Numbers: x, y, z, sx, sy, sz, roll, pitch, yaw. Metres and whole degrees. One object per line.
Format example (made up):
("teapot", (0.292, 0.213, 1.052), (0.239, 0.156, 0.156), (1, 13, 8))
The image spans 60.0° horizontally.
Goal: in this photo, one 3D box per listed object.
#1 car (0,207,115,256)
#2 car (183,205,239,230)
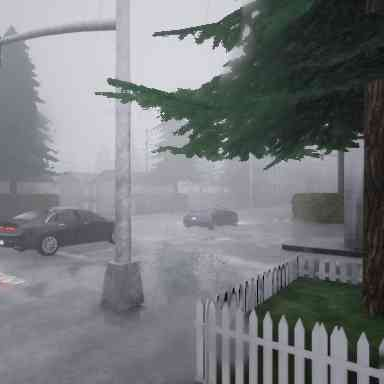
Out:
("car", (-4.508, 1.313, 12.325), (1.837, 1.490, 4.892), (0, 0, 35))
("car", (1.263, 1.468, 20.668), (1.994, 1.385, 4.181), (1, 1, 35))
